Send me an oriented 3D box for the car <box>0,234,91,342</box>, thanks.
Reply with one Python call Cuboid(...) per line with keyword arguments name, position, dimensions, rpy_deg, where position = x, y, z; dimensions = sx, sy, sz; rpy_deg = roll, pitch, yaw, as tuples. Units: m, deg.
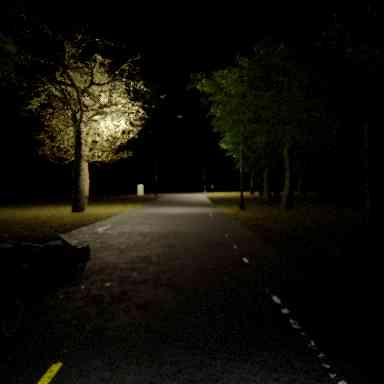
Cuboid(name="car", position=(-3.595, 1.594, 6.583), dimensions=(1.895, 1.301, 4.718), rpy_deg=(0, 0, 0))
